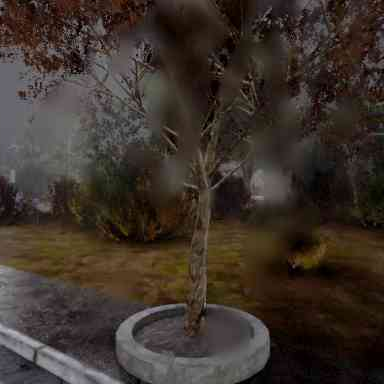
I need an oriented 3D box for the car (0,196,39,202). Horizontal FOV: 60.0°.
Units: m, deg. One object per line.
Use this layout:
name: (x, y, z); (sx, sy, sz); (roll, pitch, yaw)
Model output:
car: (-22.832, 1.218, 43.600); (2.033, 1.411, 5.357); (1, 0, 32)
